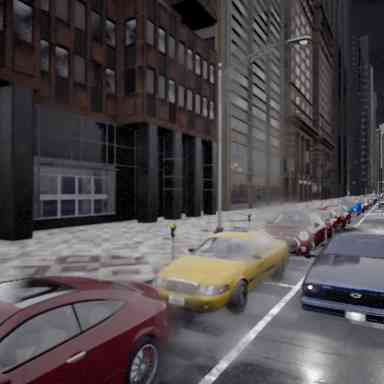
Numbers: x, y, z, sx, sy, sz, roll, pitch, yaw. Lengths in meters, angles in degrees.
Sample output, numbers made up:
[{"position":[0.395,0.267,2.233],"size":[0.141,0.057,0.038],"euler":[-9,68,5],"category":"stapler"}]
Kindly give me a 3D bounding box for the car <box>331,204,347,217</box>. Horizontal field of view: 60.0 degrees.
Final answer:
[{"position":[6.763,1.551,17.533],"size":[1.887,1.381,4.507],"euler":[0,0,31],"category":"car"}]

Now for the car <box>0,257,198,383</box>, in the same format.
[{"position":[-1.799,1.580,3.073],"size":[1.802,1.307,4.206],"euler":[0,0,31],"category":"car"}]

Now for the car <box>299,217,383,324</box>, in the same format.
[{"position":[3.904,1.551,7.485],"size":[2.033,1.411,5.357],"euler":[0,0,30],"category":"car"}]

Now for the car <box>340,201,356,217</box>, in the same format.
[{"position":[9.618,1.554,22.354],"size":[1.887,1.381,4.507],"euler":[0,0,31],"category":"car"}]

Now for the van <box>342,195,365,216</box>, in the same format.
[{"position":[15.327,1.357,31.994],"size":[1.690,1.788,3.998],"euler":[0,0,31],"category":"van"}]

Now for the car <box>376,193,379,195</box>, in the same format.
[{"position":[32.451,1.351,60.915],"size":[2.192,1.841,5.009],"euler":[0,0,31],"category":"car"}]

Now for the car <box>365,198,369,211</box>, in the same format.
[{"position":[18.180,1.601,36.814],"size":[1.802,1.307,4.206],"euler":[0,0,31],"category":"car"}]

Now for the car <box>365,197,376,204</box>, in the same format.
[{"position":[35.304,1.622,65.735],"size":[1.802,1.307,4.206],"euler":[0,0,31],"category":"car"}]

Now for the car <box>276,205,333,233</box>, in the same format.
[{"position":[3.910,1.444,12.713],"size":[1.967,1.590,4.097],"euler":[0,0,31],"category":"car"}]

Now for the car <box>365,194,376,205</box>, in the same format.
[{"position":[26.743,1.469,51.275],"size":[1.967,1.590,4.097],"euler":[0,0,31],"category":"car"}]

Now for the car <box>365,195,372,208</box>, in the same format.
[{"position":[21.035,1.462,41.634],"size":[1.967,1.590,4.097],"euler":[0,0,31],"category":"car"}]

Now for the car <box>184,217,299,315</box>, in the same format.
[{"position":[0.969,1.526,7.747],"size":[1.752,1.417,4.829],"euler":[0,0,31],"category":"car"}]

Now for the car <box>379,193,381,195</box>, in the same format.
[{"position":[38.159,1.360,70.555],"size":[2.192,1.841,5.009],"euler":[0,0,31],"category":"car"}]

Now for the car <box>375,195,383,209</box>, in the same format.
[{"position":[27.153,1.577,46.552],"size":[2.033,1.411,5.357],"euler":[0,0,31],"category":"car"}]

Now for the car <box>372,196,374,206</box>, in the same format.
[{"position":[23.888,1.591,46.455],"size":[1.947,1.339,4.313],"euler":[0,0,31],"category":"car"}]
